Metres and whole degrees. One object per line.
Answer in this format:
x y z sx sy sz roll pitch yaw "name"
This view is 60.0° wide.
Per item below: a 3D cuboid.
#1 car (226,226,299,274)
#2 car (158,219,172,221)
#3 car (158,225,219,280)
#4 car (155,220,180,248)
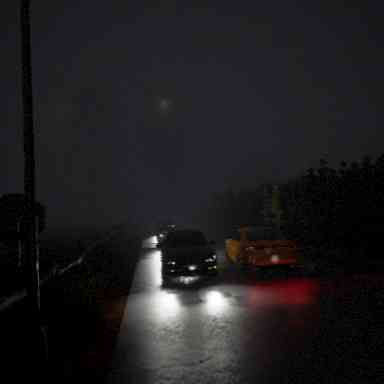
2.477 2.071 12.852 1.882 1.535 5.008 -3 -3 -2 "car"
-2.640 3.363 32.983 1.895 1.301 4.718 -3 -2 -7 "car"
-0.244 2.214 12.580 1.837 1.490 4.892 -3 -3 -6 "car"
-1.442 2.859 22.801 1.895 1.301 4.718 -3 -3 -7 "car"
